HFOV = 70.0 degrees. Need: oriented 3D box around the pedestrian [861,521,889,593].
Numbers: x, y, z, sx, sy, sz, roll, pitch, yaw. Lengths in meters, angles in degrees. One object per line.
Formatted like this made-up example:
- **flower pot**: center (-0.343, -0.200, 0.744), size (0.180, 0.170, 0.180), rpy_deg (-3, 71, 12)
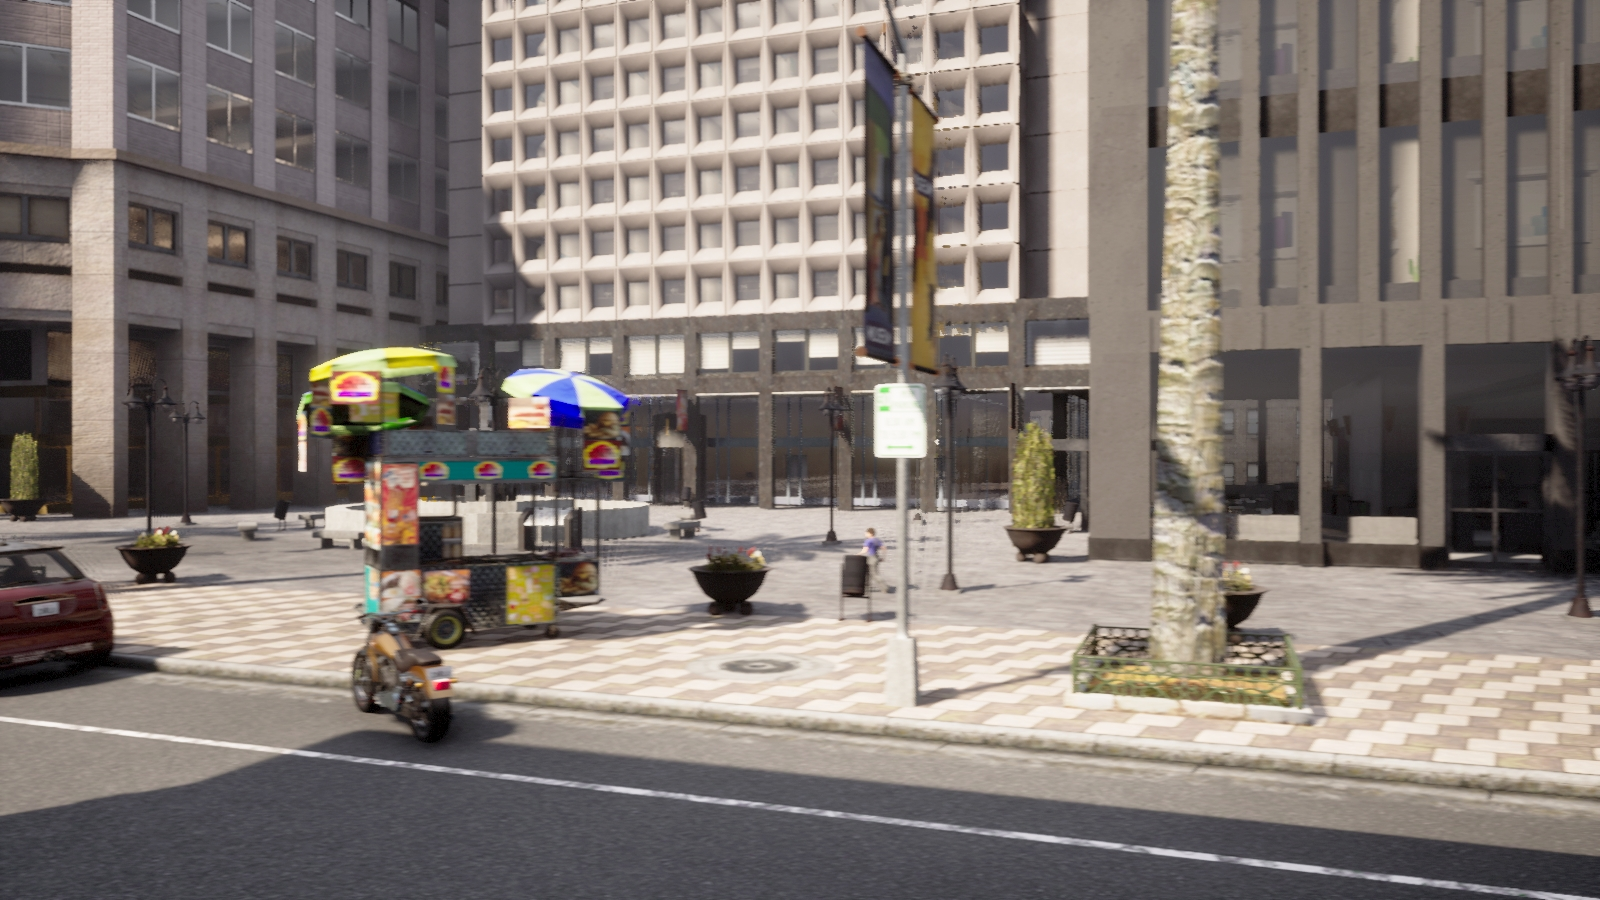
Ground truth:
- **pedestrian**: center (1.400, 1.988, 21.304), size (0.375, 1.300, 0.375), rpy_deg (0, 0, 32)
